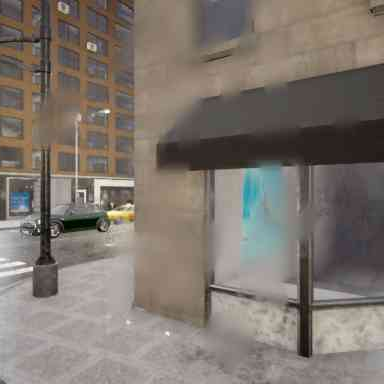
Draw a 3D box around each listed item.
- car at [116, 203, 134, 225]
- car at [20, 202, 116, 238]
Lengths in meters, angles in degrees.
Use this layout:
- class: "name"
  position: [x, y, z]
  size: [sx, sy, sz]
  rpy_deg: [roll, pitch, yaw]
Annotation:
- class: "car"
  position: [-4.871, 1.548, 24.673]
  size: [1.752, 1.417, 4.829]
  rpy_deg: [0, 0, 36]
- class: "car"
  position: [-6.674, 1.366, 17.848]
  size: [2.097, 1.767, 4.553]
  rpy_deg: [0, 0, 36]
